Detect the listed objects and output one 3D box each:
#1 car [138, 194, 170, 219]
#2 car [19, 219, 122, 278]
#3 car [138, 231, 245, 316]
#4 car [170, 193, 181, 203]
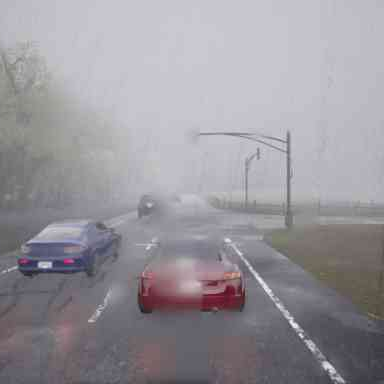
[{"bbox_3d":[-3.438,1.229,29.722,2.150,2.045,5.566,0,0,0],"label":"car"},{"bbox_3d":[-3.412,1.529,10.035,1.812,1.442,4.674,0,0,0],"label":"car"},{"bbox_3d":[-0.007,1.566,7.640,1.994,1.385,4.181,0,0,0],"label":"car"},{"bbox_3d":[-3.493,1.226,69.205,2.150,2.045,5.566,0,0,0],"label":"car"}]
